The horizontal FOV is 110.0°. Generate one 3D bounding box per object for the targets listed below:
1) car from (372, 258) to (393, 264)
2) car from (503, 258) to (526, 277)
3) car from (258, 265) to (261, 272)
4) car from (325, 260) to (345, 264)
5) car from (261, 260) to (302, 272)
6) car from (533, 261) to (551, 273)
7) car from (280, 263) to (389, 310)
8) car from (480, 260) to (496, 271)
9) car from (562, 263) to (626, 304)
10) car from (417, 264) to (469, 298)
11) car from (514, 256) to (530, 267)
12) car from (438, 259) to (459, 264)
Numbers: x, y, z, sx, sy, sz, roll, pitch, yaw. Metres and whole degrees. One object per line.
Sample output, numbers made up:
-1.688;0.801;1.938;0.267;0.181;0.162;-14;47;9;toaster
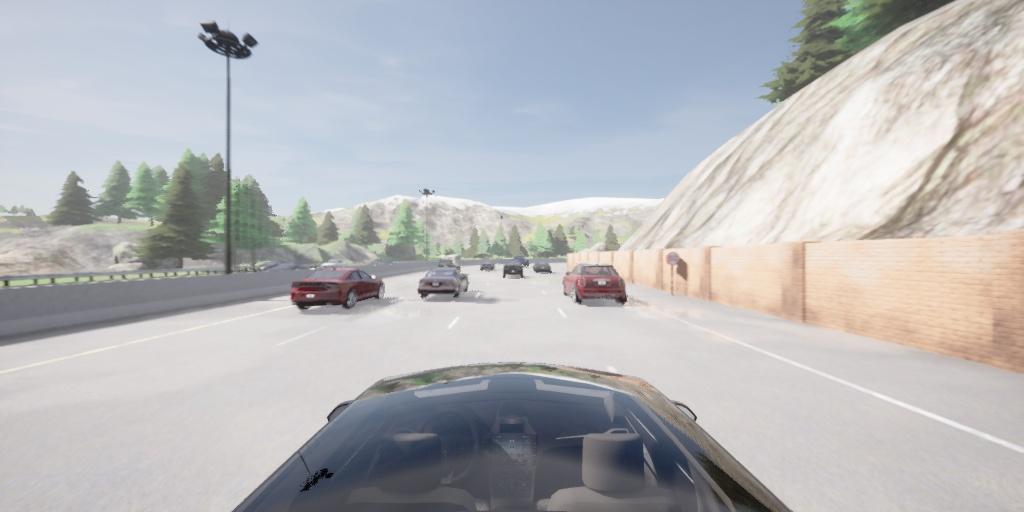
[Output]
-17.516;1.099;47.944;2.097;1.767;4.553;0;0;1;car
0.109;1.228;34.742;1.882;1.535;5.008;0;0;0;car
-28.044;1.235;42.814;2.128;1.511;4.902;0;0;1;car
-24.500;1.271;49.434;1.812;1.442;4.674;0;0;1;car
-21.066;1.310;33.912;1.994;1.385;4.181;0;0;0;car
3.619;1.315;43.790;1.994;1.385;4.181;0;0;0;car
-6.895;1.226;14.743;1.882;1.535;5.008;0;0;0;car
-3.345;1.297;50.451;2.033;1.411;5.357;0;0;1;car
3.605;1.103;16.464;2.097;1.767;4.553;0;0;0;car
-3.377;1.297;18.381;2.033;1.411;5.357;0;0;0;car
1.649;0.973;63.006;2.150;2.045;5.566;-1;0;13;car
-6.889;1.101;38.797;2.097;1.767;4.553;0;0;0;car
